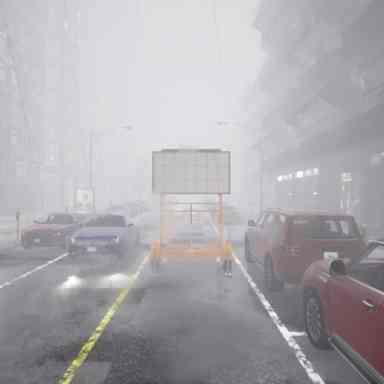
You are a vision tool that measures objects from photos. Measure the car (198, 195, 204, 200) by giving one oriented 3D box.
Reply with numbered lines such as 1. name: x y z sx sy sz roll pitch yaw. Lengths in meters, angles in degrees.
1. car: 2.513 1.528 93.688 1.802 1.307 4.206 1 0 0

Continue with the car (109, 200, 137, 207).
1. car: -5.733 1.584 25.825 1.802 1.307 4.206 1 0 0

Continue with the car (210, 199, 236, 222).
1. car: 2.649 1.527 25.978 1.752 1.417 4.829 1 0 0

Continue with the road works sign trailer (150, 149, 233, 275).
1. road works sign trailer: -0.020 0.466 10.397 2.380 3.560 2.880 0 0 0

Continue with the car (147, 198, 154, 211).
1. car: -5.755 1.563 37.138 1.947 1.339 4.313 1 0 0

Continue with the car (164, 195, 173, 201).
1. car: -5.845 1.543 82.392 1.802 1.307 4.206 1 0 0

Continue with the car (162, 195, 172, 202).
1. car: -5.832 1.407 76.737 1.967 1.590 4.097 1 0 0

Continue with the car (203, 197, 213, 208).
1. car: 2.626 1.548 37.121 2.008 1.369 4.403 1 0 0

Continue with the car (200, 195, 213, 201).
1. car: 2.603 1.556 48.435 1.947 1.339 4.313 1 0 0

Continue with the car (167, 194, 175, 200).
1. car: -5.865 1.387 93.707 1.967 1.590 4.097 1 0 0

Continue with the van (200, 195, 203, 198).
1. van: 2.595 1.328 54.092 1.690 1.788 3.998 1 0 0

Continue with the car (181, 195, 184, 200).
1. car: -3.181 1.556 90.368 1.895 1.301 4.718 0 0 0

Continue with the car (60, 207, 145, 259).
1. car: -3.126 1.528 12.693 1.812 1.442 4.674 0 0 0

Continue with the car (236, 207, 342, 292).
1. car: 2.685 1.317 8.838 2.192 1.841 5.009 1 0 0

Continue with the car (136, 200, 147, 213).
1. car: -5.743 1.545 31.481 1.887 1.381 4.507 1 0 0

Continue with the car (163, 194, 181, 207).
1. car: -3.200 1.465 52.608 1.882 1.535 5.008 0 0 0

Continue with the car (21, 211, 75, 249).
1. car: -5.709 1.547 14.511 1.887 1.381 4.507 1 0 0

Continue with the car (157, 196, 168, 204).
1. car: -5.811 1.560 65.424 1.802 1.307 4.206 1 0 0

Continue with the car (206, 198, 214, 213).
1. car: 2.637 1.566 31.464 1.947 1.339 4.313 1 0 0

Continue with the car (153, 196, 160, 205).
1. car: -5.787 1.427 54.111 1.967 1.590 4.097 1 0 0

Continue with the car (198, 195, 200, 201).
1. car: 2.546 1.549 76.718 1.802 1.307 4.206 1 0 0

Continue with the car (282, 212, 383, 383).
1. car: 2.697 1.316 3.181 2.192 1.841 5.009 1 0 0
